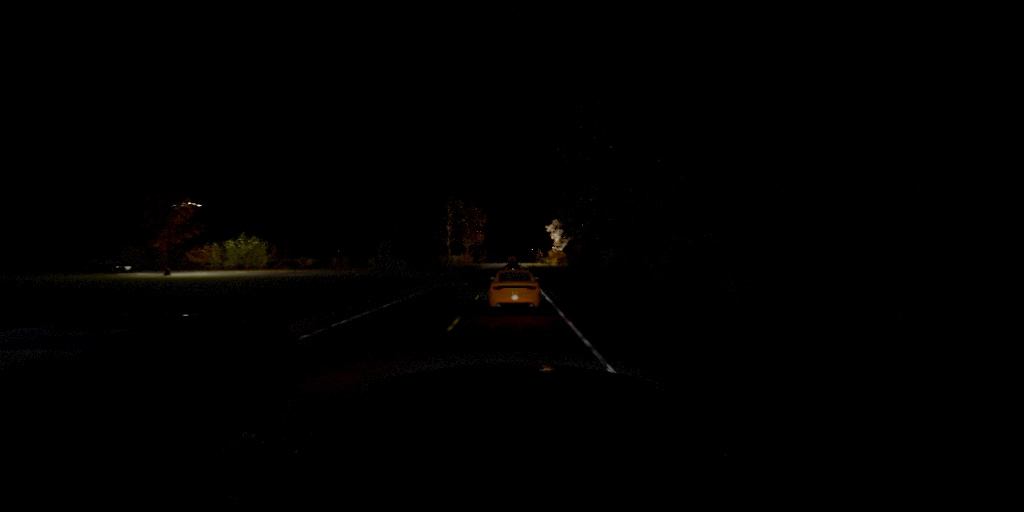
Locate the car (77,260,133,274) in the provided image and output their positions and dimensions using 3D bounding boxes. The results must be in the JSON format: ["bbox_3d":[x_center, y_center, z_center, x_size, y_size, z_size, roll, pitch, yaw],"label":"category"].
[{"bbox_3d":[-44.889,1.162,39.646,4.902,1.511,2.128,0,0,0],"label":"car"}]

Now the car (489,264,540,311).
[{"bbox_3d":[0.105,1.294,14.961,1.882,1.535,5.008,0,0,0],"label":"car"}]

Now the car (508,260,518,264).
[{"bbox_3d":[0.119,1.498,44.374,1.994,1.385,4.181,0,0,0],"label":"car"}]

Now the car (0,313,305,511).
[{"bbox_3d":[-3.598,1.282,2.858,1.812,1.442,4.674,0,0,0],"label":"car"}]
